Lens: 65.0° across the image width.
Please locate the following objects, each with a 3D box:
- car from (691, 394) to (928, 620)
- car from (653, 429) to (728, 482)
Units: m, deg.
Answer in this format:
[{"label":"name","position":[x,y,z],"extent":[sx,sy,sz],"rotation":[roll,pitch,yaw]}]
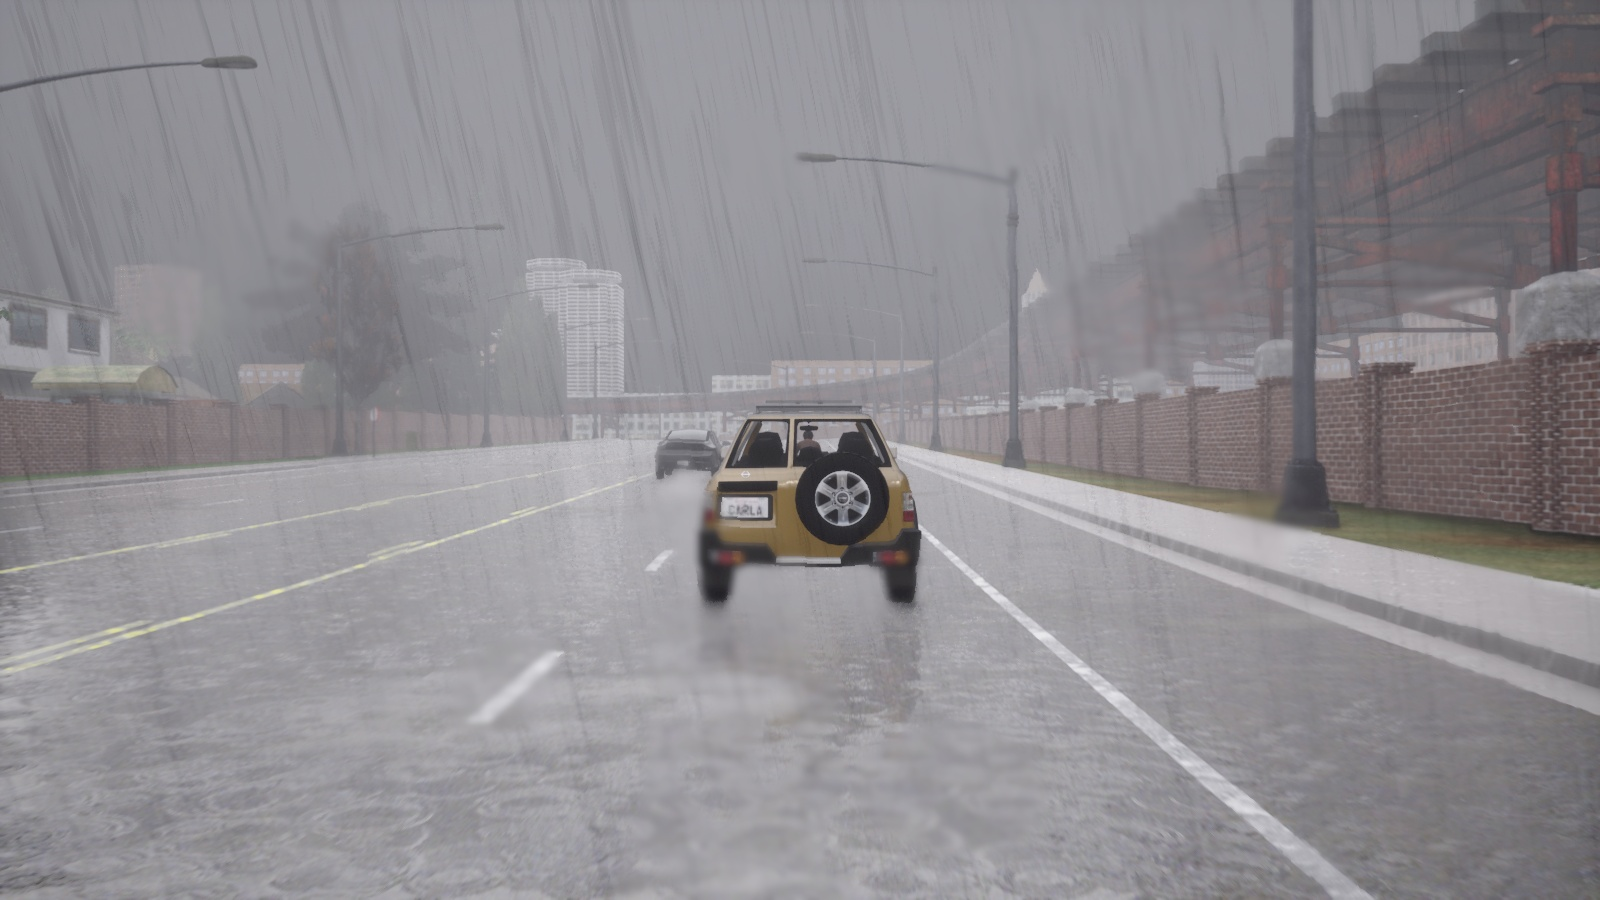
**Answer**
[{"label":"car","position":[0.090,0.434,12.581],"extent":[1.932,1.855,4.605],"rotation":[0,1,0]},{"label":"car","position":[-3.259,0.110,38.297],"extent":[1.837,1.490,4.892],"rotation":[0,1,0]}]
